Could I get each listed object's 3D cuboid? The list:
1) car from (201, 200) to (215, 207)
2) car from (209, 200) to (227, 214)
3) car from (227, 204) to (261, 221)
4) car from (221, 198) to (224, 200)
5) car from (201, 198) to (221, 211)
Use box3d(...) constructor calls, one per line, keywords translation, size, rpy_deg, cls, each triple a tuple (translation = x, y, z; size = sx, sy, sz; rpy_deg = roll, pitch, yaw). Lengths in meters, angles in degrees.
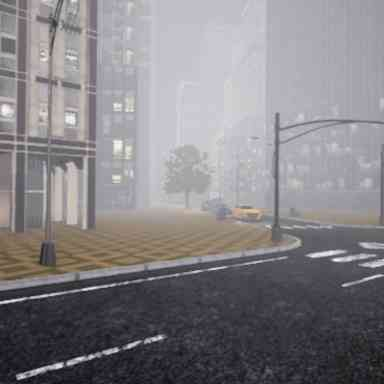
box3d(translation=(3.379, 2.497, 72.024), size=(2.033, 1.411, 5.357), rpy_deg=(1, -1, -7), cls="car")
box3d(translation=(3.982, 2.165, 42.948), size=(2.033, 1.411, 5.357), rpy_deg=(1, -1, -7), cls="car")
box3d(translation=(5.273, 1.956, 32.872), size=(1.882, 1.535, 5.008), rpy_deg=(1, -1, -7), cls="car")
box3d(translation=(4.700, 2.131, 61.727), size=(2.150, 2.045, 5.566), rpy_deg=(1, -1, -7), cls="car")
box3d(translation=(2.723, 2.108, 52.858), size=(2.097, 1.767, 4.553), rpy_deg=(1, -1, -7), cls="car")
